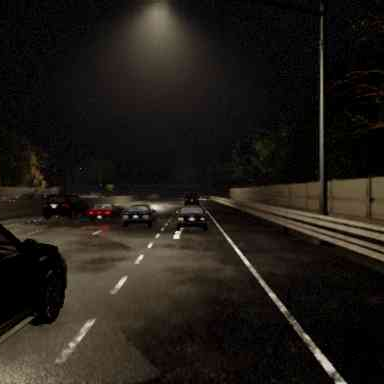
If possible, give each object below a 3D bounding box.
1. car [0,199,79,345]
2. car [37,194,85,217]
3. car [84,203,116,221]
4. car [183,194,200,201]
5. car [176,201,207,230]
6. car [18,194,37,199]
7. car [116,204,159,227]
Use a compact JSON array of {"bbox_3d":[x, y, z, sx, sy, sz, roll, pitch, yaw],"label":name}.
[{"bbox_3d":[-3.401,1.221,3.924,2.150,2.045,5.566,0,0,0],"label":"car"},{"bbox_3d":[-10.411,1.219,27.810,2.150,2.045,5.566,0,0,0],"label":"car"},{"bbox_3d":[-6.908,1.598,27.064,1.895,1.301,4.718,0,0,0],"label":"car"},{"bbox_3d":[-0.019,1.238,47.565,2.150,2.045,5.566,0,0,0],"label":"car"},{"bbox_3d":[-0.007,1.543,20.854,2.033,1.411,5.357,0,0,0],"label":"car"},{"bbox_3d":[-21.083,1.235,43.296,2.150,2.045,5.566,0,0,0],"label":"car"},{"bbox_3d":[-3.411,1.543,22.642,2.033,1.411,5.357,0,0,0],"label":"car"}]
